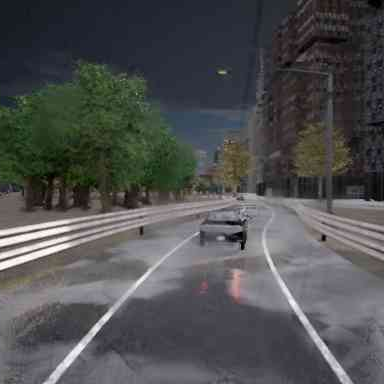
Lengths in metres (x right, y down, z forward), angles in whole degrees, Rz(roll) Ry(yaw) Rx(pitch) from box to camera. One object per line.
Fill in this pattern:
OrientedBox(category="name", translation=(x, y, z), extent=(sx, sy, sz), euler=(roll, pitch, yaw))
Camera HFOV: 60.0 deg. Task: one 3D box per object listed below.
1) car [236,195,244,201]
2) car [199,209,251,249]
OrientedBox(category="car", translation=(11.474, 1.481, 80.869), extent=(1.812, 1.442, 4.674), euler=(0, 0, -4))
OrientedBox(category="car", translation=(1.514, 1.498, 14.699), extent=(2.128, 1.511, 4.902), euler=(0, 0, 11))
